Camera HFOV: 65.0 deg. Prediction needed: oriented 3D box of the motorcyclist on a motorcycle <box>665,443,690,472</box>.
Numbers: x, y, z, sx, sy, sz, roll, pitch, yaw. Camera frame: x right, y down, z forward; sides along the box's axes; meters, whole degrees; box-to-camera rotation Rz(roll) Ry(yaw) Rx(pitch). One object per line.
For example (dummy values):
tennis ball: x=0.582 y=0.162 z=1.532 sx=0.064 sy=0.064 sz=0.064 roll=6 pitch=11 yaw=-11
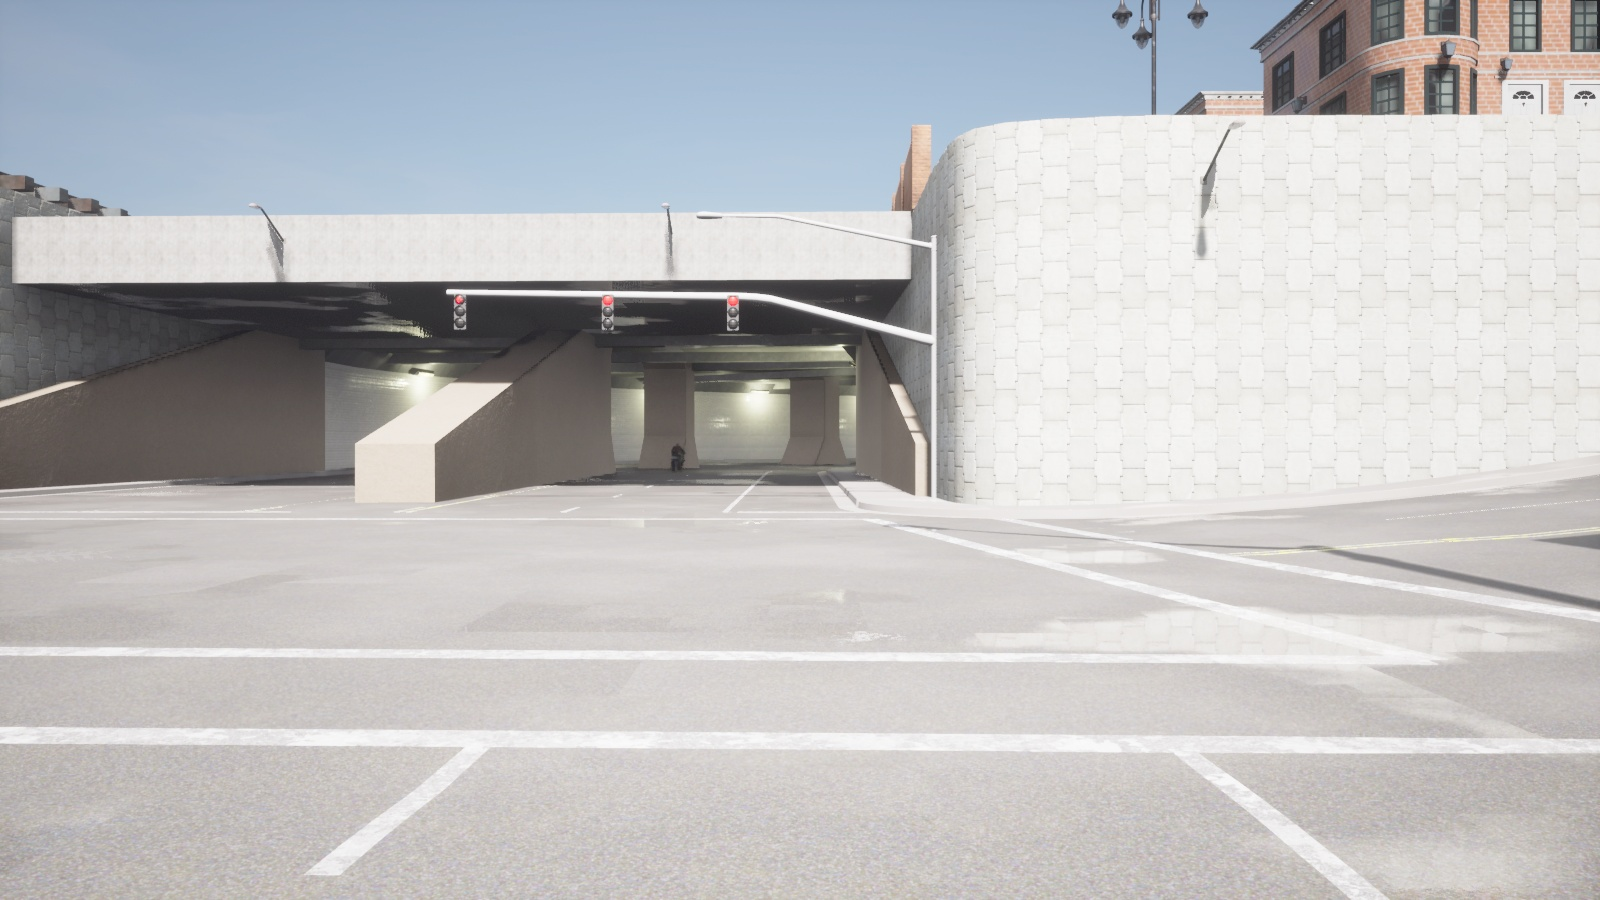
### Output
motorcyclist on a motorcycle: x=-6.507 y=0.398 z=66.982 sx=0.866 sy=1.530 sz=2.191 roll=0 pitch=0 yaw=7
